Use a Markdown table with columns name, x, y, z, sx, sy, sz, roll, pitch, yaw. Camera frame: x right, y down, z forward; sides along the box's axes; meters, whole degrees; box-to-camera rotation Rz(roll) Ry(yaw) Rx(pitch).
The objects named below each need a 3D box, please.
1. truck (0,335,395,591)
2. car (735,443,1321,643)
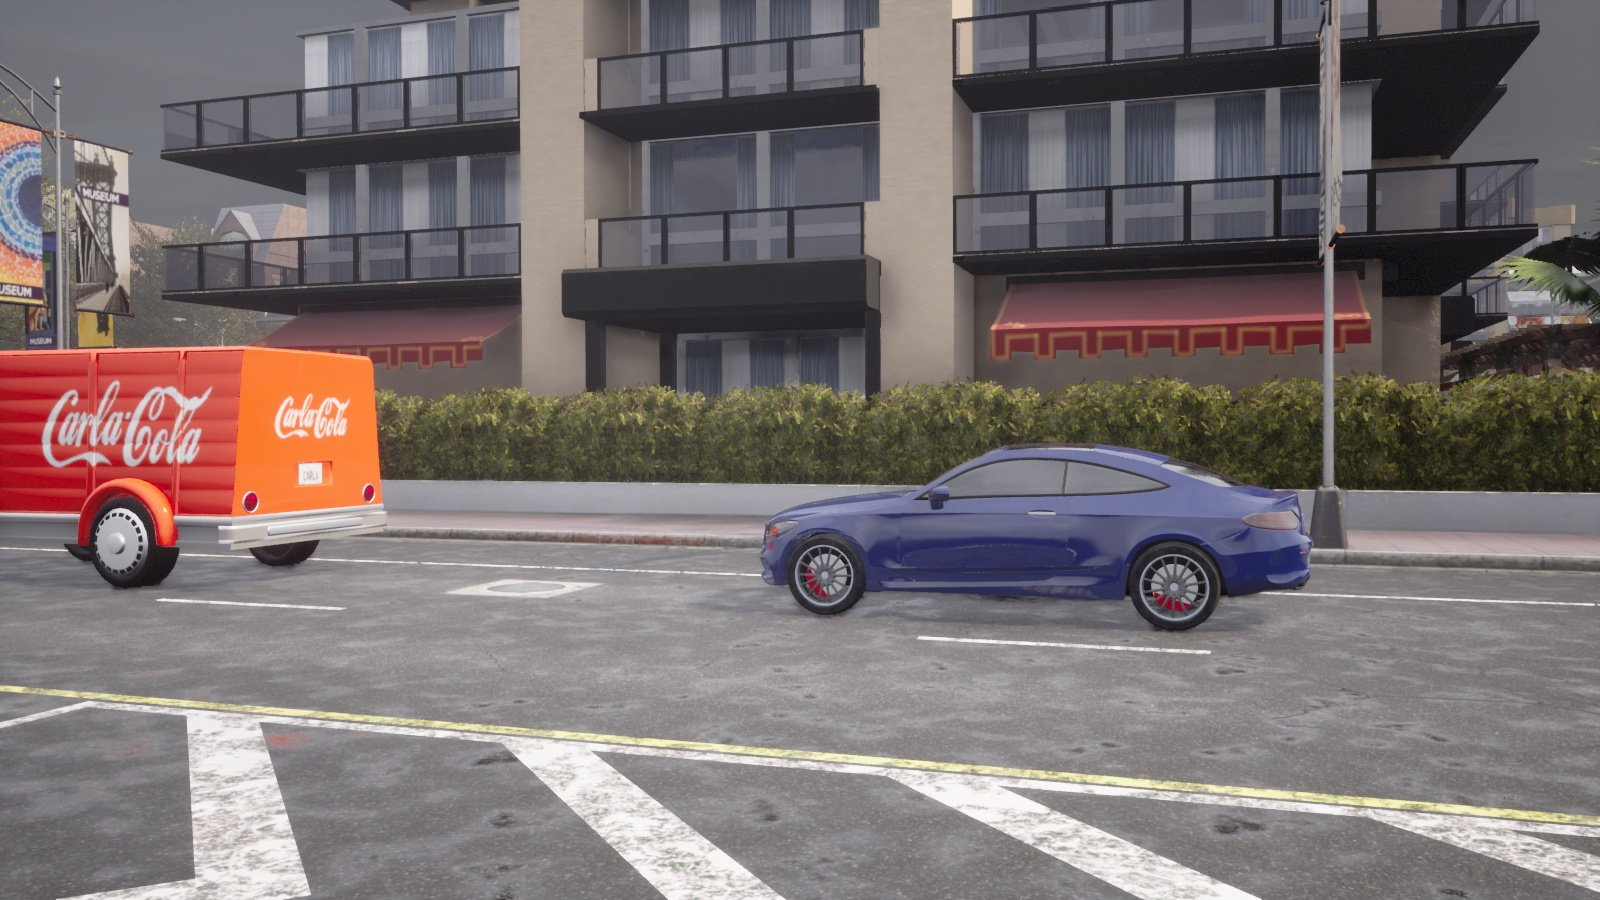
| name | x | y | z | sx | sy | sz | roll | pitch | yaw |
| --- | --- | --- | --- | --- | --- | --- | --- | --- | --- |
| truck | -7.581 | 0.085 | 14.149 | 5.204 | 2.467 | 2.627 | 1 | 1 | 19 |
| car | 1.945 | 0.684 | 10.949 | 4.674 | 1.442 | 1.812 | 1 | 1 | 18 |
